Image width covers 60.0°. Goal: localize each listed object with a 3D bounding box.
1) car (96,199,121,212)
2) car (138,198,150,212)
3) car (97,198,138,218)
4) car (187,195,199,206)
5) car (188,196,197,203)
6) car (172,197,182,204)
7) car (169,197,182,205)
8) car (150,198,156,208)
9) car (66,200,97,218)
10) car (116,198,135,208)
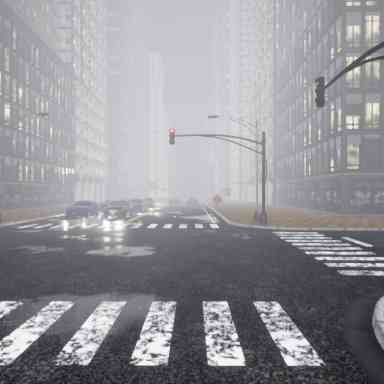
[{"bbox_3d":[-9.848,1.607,39.508,1.994,1.385,4.181,0,0,0],"label":"car"},{"bbox_3d":[-6.599,1.521,39.653,1.882,1.535,5.008,0,0,0],"label":"car"},{"bbox_3d":[-6.600,1.517,30.125,2.128,1.511,4.902,0,0,0],"label":"car"},{"bbox_3d":[0.099,1.614,56.366,1.812,1.442,4.674,0,0,0],"label":"car"},{"bbox_3d":[0.068,1.622,71.352,1.882,1.535,5.008,0,0,0],"label":"car"},{"bbox_3d":[-3.181,1.703,70.331,1.994,1.385,4.181,0,0,0],"label":"car"},{"bbox_3d":[-3.150,1.592,60.003,2.128,1.511,4.902,0,0,0],"label":"car"},{"bbox_3d":[-6.593,1.594,49.700,1.812,1.442,4.674,0,0,0],"label":"car"},{"bbox_3d":[-9.854,1.503,30.374,1.882,1.535,5.008,0,0,0],"label":"car"},{"bbox_3d":[-9.839,1.631,49.432,1.994,1.385,4.181,0,0,0],"label":"car"}]
